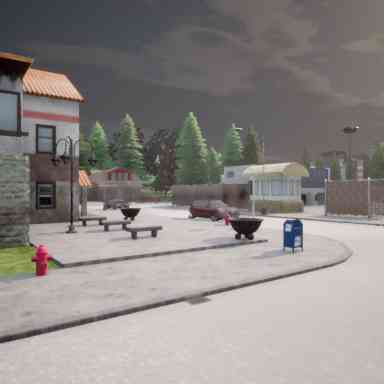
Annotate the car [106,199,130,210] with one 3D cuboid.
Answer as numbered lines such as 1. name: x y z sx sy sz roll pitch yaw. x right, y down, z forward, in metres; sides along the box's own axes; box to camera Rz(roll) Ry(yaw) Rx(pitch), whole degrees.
1. car: -9.450 1.564 42.302 1.994 1.385 4.181 0 0 -35

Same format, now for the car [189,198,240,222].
1. car: 1.709 1.352 26.510 2.097 1.767 4.553 0 0 -36
